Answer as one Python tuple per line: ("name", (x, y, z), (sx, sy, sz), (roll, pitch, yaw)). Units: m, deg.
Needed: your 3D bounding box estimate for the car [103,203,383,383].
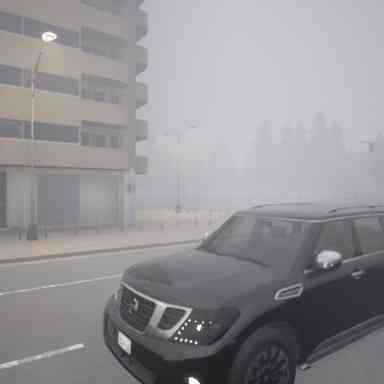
("car", (1.552, 1.222, 5.063), (5.566, 2.045, 2.150), (0, 0, -35))
